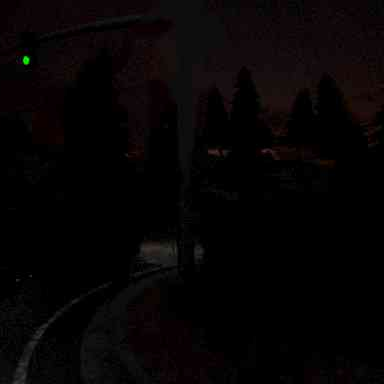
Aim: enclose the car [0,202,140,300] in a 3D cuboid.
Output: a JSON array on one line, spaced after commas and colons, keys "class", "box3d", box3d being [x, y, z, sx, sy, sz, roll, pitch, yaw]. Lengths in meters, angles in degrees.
[{"class": "car", "box3d": [-3.918, 1.276, 8.905, 2.150, 2.045, 5.566, 0, 0, 36]}]
